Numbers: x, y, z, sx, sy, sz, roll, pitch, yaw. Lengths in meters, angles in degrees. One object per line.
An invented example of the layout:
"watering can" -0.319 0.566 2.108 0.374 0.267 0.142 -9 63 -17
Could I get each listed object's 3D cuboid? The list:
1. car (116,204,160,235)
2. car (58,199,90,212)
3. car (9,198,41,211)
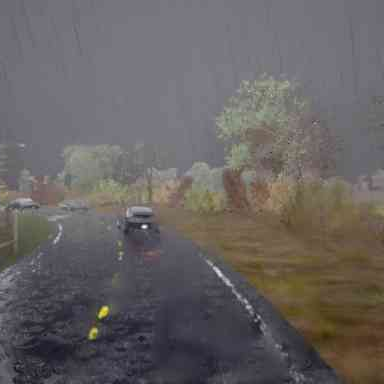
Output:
"car" -3.113 1.461 18.786 1.837 1.490 4.892 0 0 -18
"car" -12.914 1.427 36.259 2.033 1.411 5.357 -1 1 -40
"car" -19.981 1.425 39.608 5.357 1.411 2.033 0 0 43
